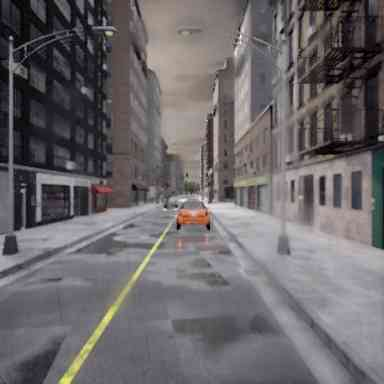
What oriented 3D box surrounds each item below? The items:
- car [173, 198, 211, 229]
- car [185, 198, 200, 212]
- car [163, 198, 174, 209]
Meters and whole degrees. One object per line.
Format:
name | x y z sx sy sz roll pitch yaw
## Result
car | 0.093 1.368 22.002 2.097 1.767 4.553 0 0 0
car | 0.079 1.567 41.517 1.837 1.490 4.892 0 0 0
car | -3.020 1.605 48.058 1.812 1.442 4.674 0 0 0
